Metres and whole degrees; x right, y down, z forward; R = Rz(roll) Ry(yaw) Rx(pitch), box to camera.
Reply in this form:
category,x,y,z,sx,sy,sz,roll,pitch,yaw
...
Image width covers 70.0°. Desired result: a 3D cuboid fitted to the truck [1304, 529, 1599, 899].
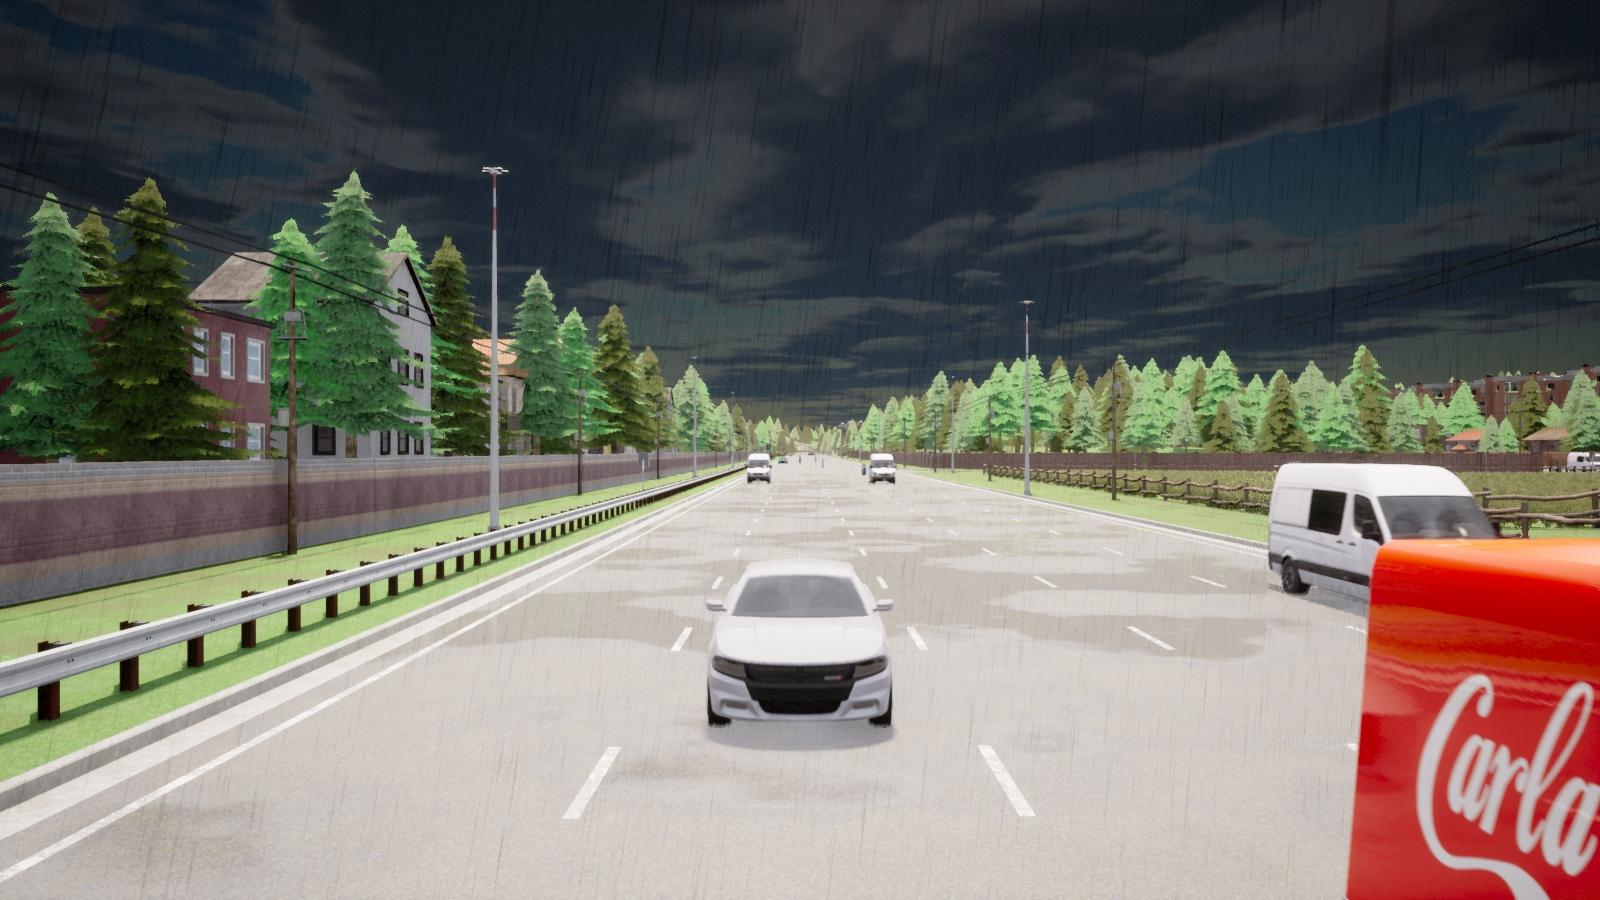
category,x,y,z,sx,sy,sz,roll,pitch,yaw
truck,3.640,1.580,2.792,2.627,2.467,5.204,0,-1,2

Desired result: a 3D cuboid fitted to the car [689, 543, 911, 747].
category,x,y,z,sx,sy,sz,roll,pitch,yaw
car,-0.002,2.044,13.287,2.097,1.535,5.006,0,0,0

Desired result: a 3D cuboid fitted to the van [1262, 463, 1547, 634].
category,x,y,z,sx,sy,sz,roll,pitch,yaw
van,10.494,1.548,20.523,1.988,2.561,5.915,0,0,0
